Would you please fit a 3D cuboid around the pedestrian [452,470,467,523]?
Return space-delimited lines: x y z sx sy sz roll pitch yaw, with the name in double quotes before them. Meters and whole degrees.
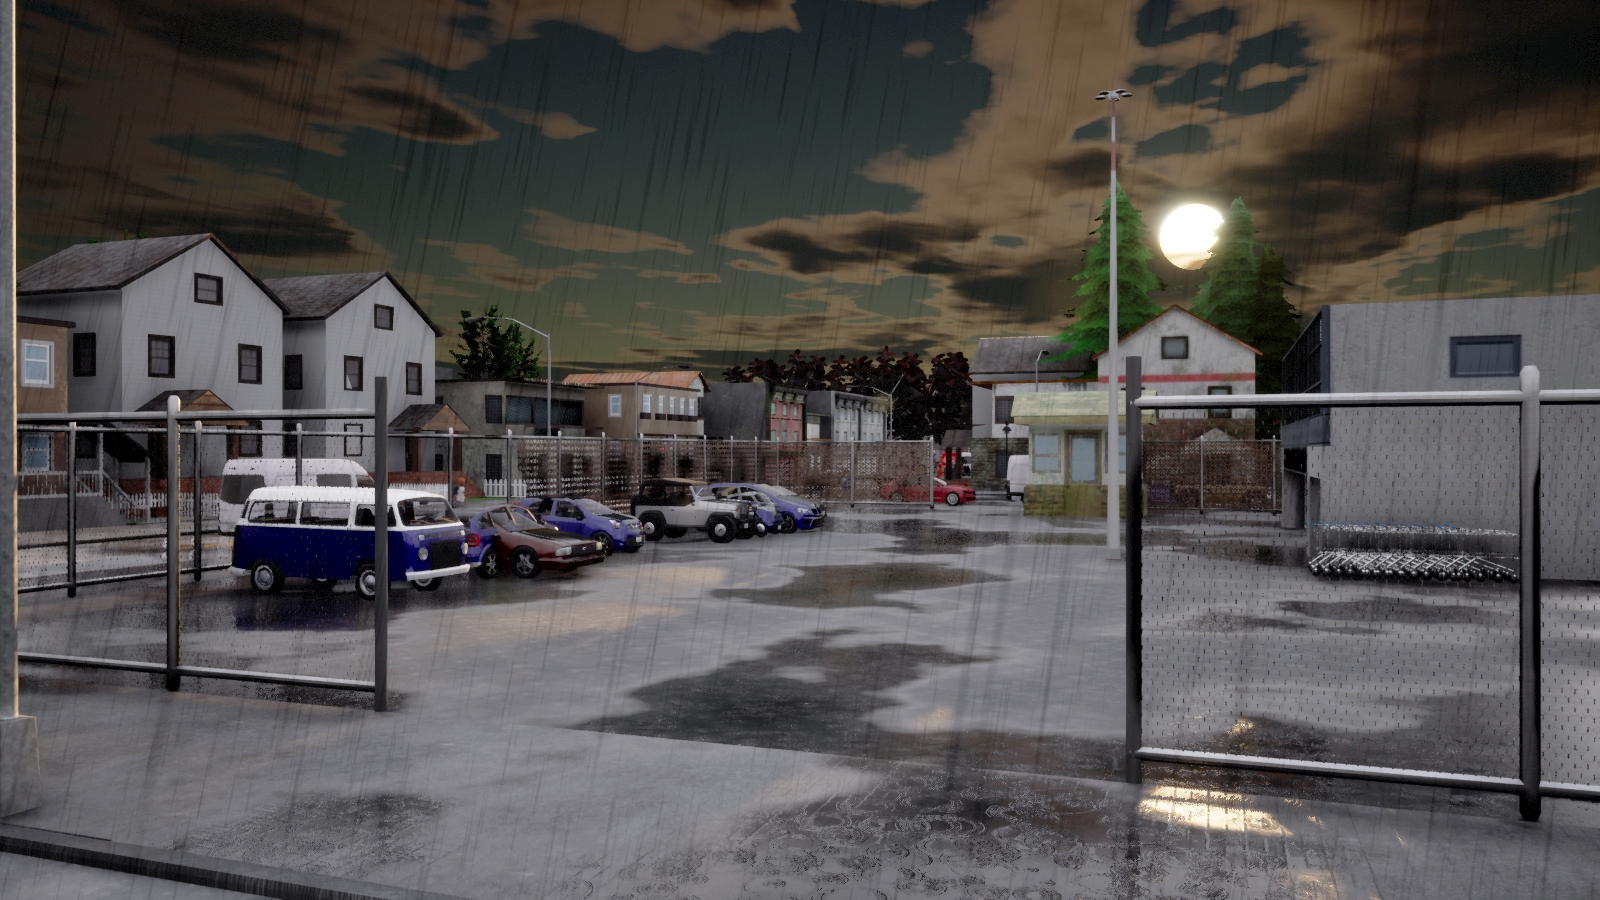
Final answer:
"pedestrian" -12.013 1.633 40.336 0.375 1.860 0.375 0 0 14

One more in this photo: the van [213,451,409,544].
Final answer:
"van" -14.708 1.319 34.868 1.988 2.561 5.915 0 0 20

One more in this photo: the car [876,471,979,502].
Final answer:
"car" 6.523 1.843 58.394 4.892 1.480 2.231 0 0 19
